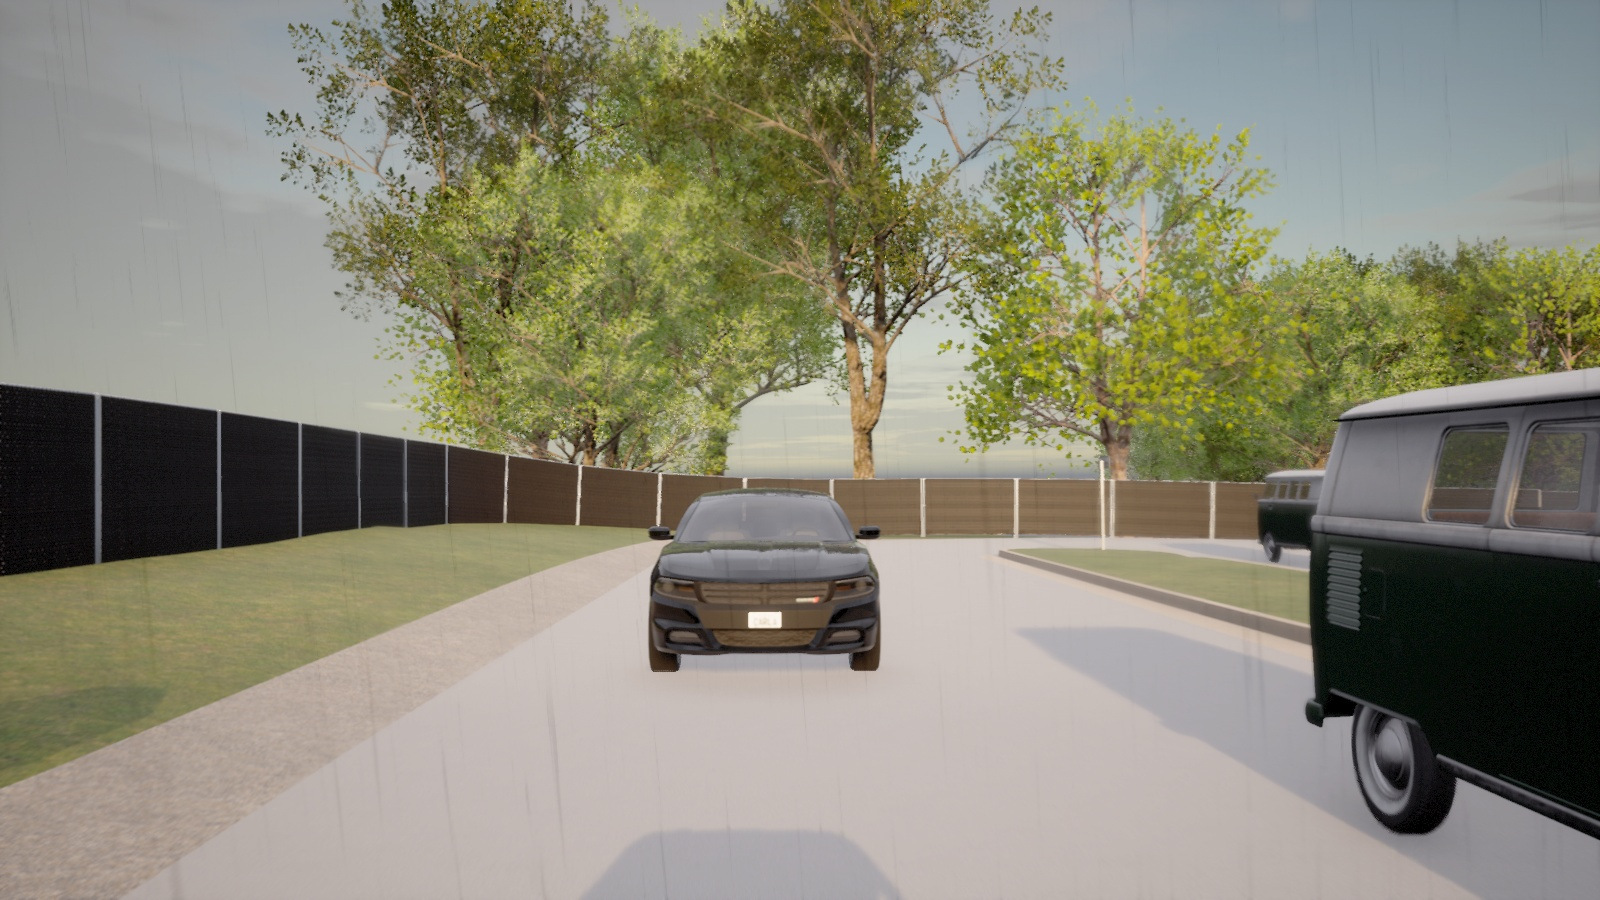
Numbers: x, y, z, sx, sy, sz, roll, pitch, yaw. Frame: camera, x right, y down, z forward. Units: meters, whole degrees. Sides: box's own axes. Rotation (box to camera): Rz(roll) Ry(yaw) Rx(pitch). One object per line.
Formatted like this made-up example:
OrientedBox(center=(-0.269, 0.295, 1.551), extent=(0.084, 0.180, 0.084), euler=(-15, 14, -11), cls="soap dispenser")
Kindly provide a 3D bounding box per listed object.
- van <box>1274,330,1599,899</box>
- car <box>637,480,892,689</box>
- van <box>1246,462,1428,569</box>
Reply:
OrientedBox(center=(3.378, 0.624, 4.224), extent=(1.775, 1.987, 4.442), euler=(0, -1, -2), cls="van")
OrientedBox(center=(-0.335, 1.095, 11.874), extent=(1.882, 1.535, 5.008), euler=(-1, -2, -2), cls="car")
OrientedBox(center=(10.949, 1.301, 25.985), extent=(1.775, 1.987, 4.442), euler=(-1, -2, 0), cls="van")
